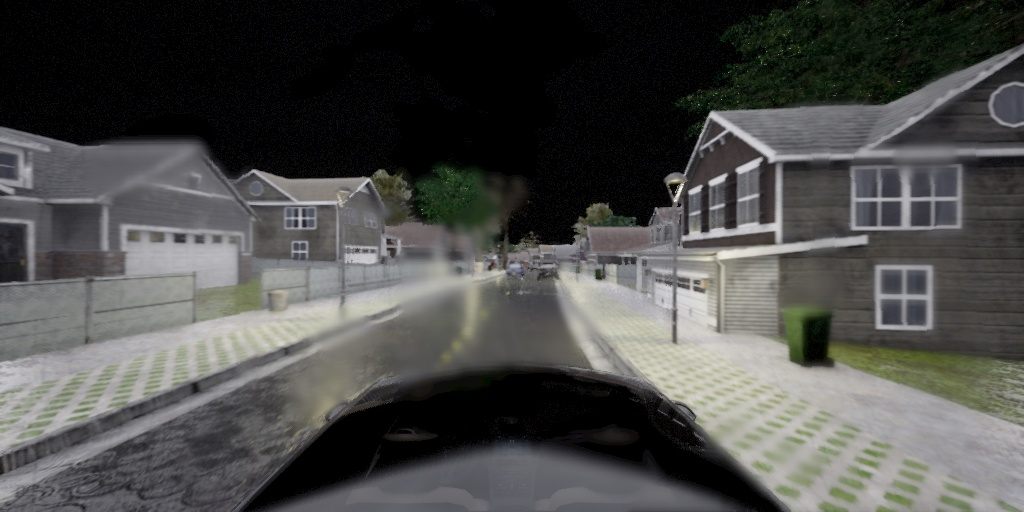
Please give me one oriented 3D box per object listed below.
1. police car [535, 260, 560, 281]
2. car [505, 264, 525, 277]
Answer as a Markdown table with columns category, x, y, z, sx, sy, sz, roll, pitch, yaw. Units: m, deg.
| category | x | y | z | sx | sy | sz | roll | pitch | yaw |
| --- | --- | --- | --- | --- | --- | --- | --- | --- | --- |
| police car | 3.415 | 1.400 | 33.166 | 1.930 | 1.638 | 5.238 | 0 | -1 | 6 |
| car | 0.406 | 1.591 | 40.650 | 1.812 | 1.442 | 4.674 | 0 | -1 | 5 |
